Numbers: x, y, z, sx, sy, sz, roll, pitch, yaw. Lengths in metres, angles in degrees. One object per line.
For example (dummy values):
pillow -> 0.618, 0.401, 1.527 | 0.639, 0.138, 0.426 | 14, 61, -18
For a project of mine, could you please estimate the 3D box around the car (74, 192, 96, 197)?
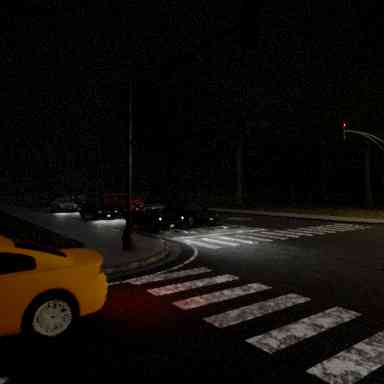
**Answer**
car -> -15.604, 1.187, 49.812 | 2.097, 1.767, 4.553 | 0, 0, -35

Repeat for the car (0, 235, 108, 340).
car -> -3.812, 1.478, 4.960 | 5.008, 1.535, 1.882 | 0, 0, -35

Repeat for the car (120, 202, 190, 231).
car -> -2.372, 1.542, 20.230 | 1.895, 1.301, 4.718 | 0, 0, -36

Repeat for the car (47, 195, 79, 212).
car -> -14.065, 1.401, 36.375 | 1.812, 1.442, 4.674 | 0, 0, -36

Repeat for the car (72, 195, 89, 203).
car -> -21.133, 1.331, 63.039 | 1.812, 1.442, 4.674 | 0, 0, -36

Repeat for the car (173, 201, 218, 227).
car -> -0.220, 1.410, 22.804 | 1.882, 1.535, 5.008 | 0, 0, -35

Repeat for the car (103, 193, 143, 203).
car -> -6.454, 1.117, 31.401 | 2.150, 2.045, 5.566 | 0, 0, -36

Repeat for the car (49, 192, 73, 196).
car -> -20.585, 1.161, 51.056 | 2.150, 2.045, 5.566 | 0, 0, -36

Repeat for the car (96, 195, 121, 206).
car -> -13.155, 1.319, 52.064 | 2.128, 1.511, 4.902 | 0, 0, -36

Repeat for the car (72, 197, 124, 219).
car -> -8.031, 1.454, 28.044 | 2.033, 1.411, 5.357 | 0, 0, -36
